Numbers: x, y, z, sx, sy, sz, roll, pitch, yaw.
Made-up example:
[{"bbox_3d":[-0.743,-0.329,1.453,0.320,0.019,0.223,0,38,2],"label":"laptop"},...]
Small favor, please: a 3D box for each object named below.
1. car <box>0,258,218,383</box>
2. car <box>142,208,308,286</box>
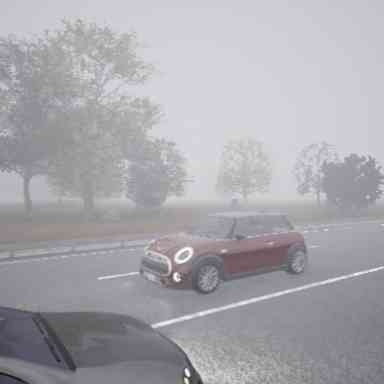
[{"bbox_3d":[-1.911,1.561,2.349,4.181,1.385,1.994,0,0,-35],"label":"car"},{"bbox_3d":[0.943,1.345,8.819,4.553,1.767,2.097,0,0,-34],"label":"car"}]
